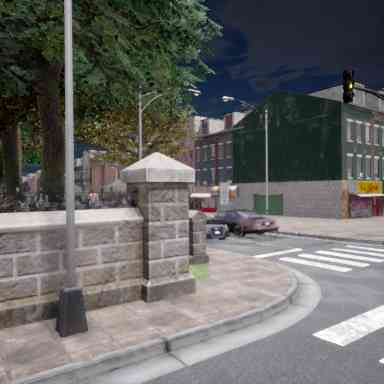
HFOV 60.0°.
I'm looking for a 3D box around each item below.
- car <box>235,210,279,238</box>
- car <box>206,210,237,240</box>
[{"bbox_3d":[2.431,1.728,19.156,2.033,1.411,5.357,-1,0,-36],"label":"car"},{"bbox_3d":[0.047,1.775,17.416,1.994,1.385,4.181,-1,0,-36],"label":"car"}]
